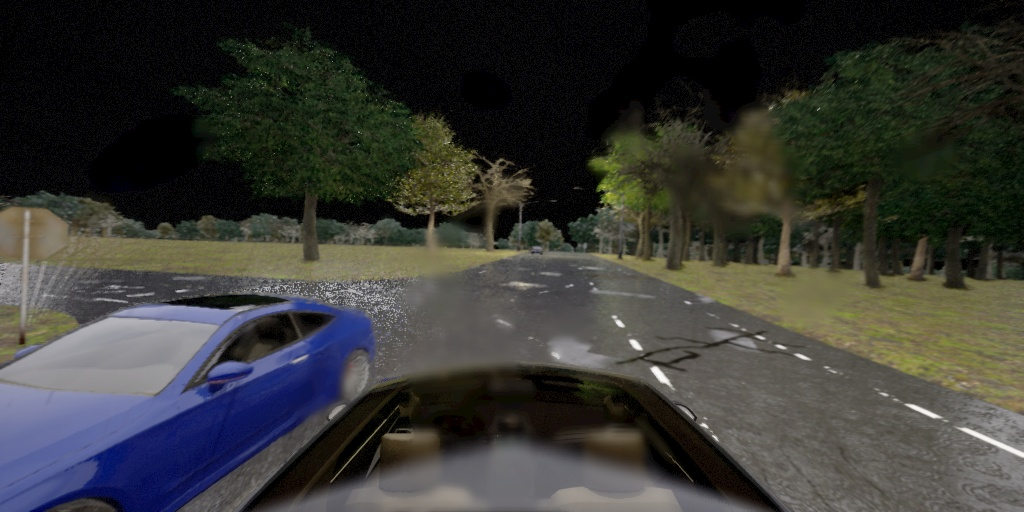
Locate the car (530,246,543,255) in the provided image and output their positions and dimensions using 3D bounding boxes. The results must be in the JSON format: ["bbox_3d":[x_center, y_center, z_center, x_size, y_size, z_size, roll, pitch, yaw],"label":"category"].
[{"bbox_3d":[4.027,-0.879,57.932,2.033,1.411,5.357,3,3,8],"label":"car"}]

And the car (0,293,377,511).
[{"bbox_3d":[-2.986,1.156,3.374,1.812,1.442,4.674,3,2,6],"label":"car"}]
